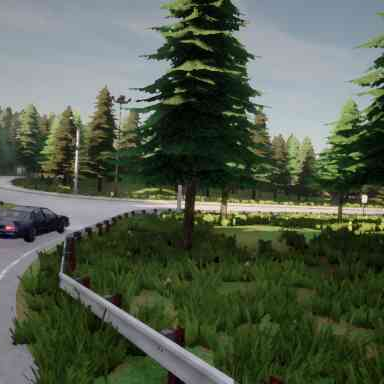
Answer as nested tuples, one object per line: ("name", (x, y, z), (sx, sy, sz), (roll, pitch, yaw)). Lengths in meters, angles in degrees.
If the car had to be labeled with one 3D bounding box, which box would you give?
("car", (-7.602, 1.372, 15.585), (2.033, 1.411, 5.357), (4, 1, 3))
